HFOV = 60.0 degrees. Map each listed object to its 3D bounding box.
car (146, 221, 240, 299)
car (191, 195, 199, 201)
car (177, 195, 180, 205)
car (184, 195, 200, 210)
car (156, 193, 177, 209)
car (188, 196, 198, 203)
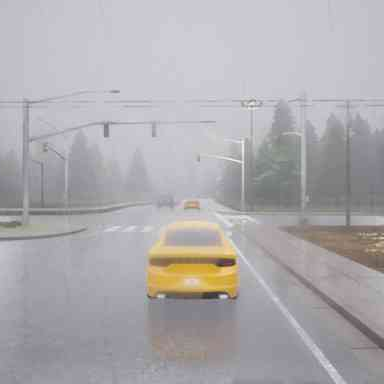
[{"bbox_3d":[0.049,1.474,8.493,1.882,1.535,5.008,0,0,1],"label":"car"},{"bbox_3d":[0.695,1.439,83.109,1.837,1.490,4.892,0,0,2],"label":"car"},{"bbox_3d":[-3.541,1.350,55.931,2.097,1.767,4.553,0,0,0],"label":"car"},{"bbox_3d":[0.017,1.477,42.156,1.882,1.535,5.008,0,0,0],"label":"car"},{"bbox_3d":[-3.596,1.220,45.637,2.150,2.045,5.566,0,0,-1],"label":"car"},{"bbox_3d":[0.297,1.536,72.716,2.033,1.411,5.357,0,0,2],"label":"car"}]
